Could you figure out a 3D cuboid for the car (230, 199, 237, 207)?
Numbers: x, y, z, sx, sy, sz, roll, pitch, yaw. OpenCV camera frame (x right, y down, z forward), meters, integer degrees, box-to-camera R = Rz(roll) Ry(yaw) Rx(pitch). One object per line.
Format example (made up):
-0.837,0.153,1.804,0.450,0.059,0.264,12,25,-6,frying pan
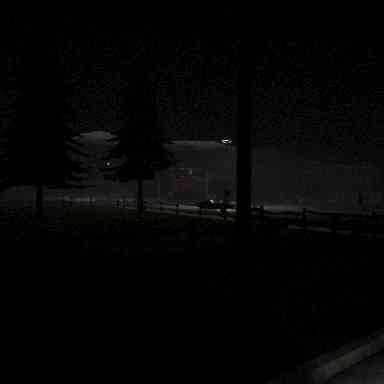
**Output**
5.908,1.846,51.669,1.812,1.442,4.674,1,-1,-35,car

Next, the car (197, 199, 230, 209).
2.817,1.834,49.987,2.033,1.411,5.357,1,0,-35,car
